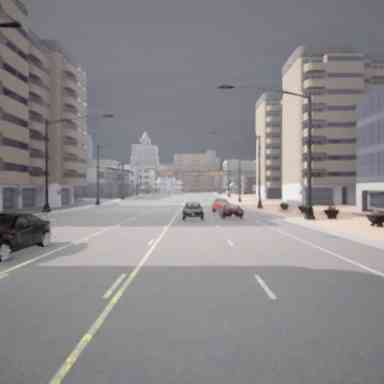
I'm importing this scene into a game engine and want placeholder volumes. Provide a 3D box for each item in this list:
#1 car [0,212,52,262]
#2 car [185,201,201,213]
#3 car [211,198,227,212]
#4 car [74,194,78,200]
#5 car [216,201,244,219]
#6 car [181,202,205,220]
[{"bbox_3d":[-7.088,1.549,12.578,1.882,1.535,5.008,0,-1,0],"label":"car"},{"bbox_3d":[0.089,1.834,41.376,1.895,1.301,4.718,0,0,0],"label":"car"},{"bbox_3d":[3.586,1.585,42.104,2.097,1.767,4.553,0,0,0],"label":"car"},{"bbox_3d":[-25.997,0.997,71.636,1.970,1.475,3.806,0,2,0],"label":"car"},{"bbox_3d":[3.593,1.774,31.078,1.895,1.301,4.718,0,0,0],"label":"car"},{"bbox_3d":[0.094,1.659,29.690,2.128,1.511,4.902,0,0,0],"label":"car"}]
